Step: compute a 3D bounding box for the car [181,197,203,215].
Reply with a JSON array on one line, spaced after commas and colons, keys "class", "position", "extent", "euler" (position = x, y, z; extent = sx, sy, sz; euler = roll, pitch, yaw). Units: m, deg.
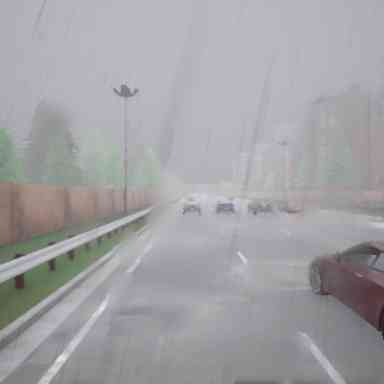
[{"class": "car", "position": [0.007, 1.557, 34.820], "extent": [1.812, 1.442, 4.674], "euler": [0, 0, 0]}]

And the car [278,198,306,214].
[{"class": "car", "position": [10.498, 1.596, 35.025], "extent": [1.994, 1.385, 4.181], "euler": [0, 0, 0]}]

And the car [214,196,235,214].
[{"class": "car", "position": [3.500, 1.511, 36.169], "extent": [1.882, 1.535, 5.008], "euler": [0, 0, 0]}]

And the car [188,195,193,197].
[{"class": "car", "position": [-0.380, 1.605, 87.351], "extent": [1.812, 1.442, 4.674], "euler": [0, 0, 0]}]

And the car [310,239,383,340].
[{"class": "car", "position": [3.599, 1.531, 5.715], "extent": [1.812, 1.442, 4.674], "euler": [0, 0, 0]}]

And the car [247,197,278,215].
[{"class": "car", "position": [6.997, 1.383, 34.256], "extent": [2.097, 1.767, 4.553], "euler": [0, 0, 0]}]
